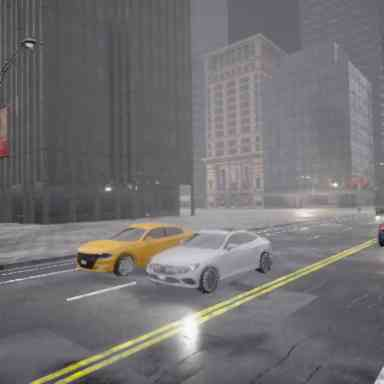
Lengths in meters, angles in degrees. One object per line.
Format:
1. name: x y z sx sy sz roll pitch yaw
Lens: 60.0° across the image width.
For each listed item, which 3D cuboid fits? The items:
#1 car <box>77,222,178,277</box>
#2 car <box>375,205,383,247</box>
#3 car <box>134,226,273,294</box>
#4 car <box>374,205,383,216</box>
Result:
1. car: -1.689 1.901 12.069 1.882 1.535 5.008 -3 -2 40
2. car: 10.578 1.646 16.121 2.097 1.767 4.553 -3 -2 40
3. car: 0.762 1.831 9.938 1.812 1.442 4.674 -3 -2 40
4. car: 25.747 2.412 44.105 1.994 1.385 4.181 -3 -2 41
